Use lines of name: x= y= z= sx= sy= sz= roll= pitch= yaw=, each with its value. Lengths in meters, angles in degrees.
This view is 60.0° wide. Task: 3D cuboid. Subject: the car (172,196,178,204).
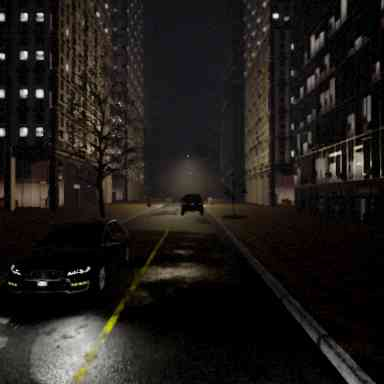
car: x=-2.878 y=1.479 z=64.758 sx=2.033 sy=1.411 sz=5.357 roll=0 pitch=0 yaw=0

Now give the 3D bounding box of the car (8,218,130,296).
car: x=-2.863 y=1.498 z=8.785 sx=1.837 sy=1.490 sz=4.892 roll=0 pitch=0 yaw=0

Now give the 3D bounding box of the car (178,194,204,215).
car: x=0.050 y=1.191 z=33.307 sx=2.150 sy=2.045 sz=5.566 roll=0 pitch=0 yaw=0

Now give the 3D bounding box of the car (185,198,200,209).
car: x=0.012 y=1.516 z=46.609 sx=1.994 sy=1.385 sz=4.181 roll=0 pitch=0 yaw=0
